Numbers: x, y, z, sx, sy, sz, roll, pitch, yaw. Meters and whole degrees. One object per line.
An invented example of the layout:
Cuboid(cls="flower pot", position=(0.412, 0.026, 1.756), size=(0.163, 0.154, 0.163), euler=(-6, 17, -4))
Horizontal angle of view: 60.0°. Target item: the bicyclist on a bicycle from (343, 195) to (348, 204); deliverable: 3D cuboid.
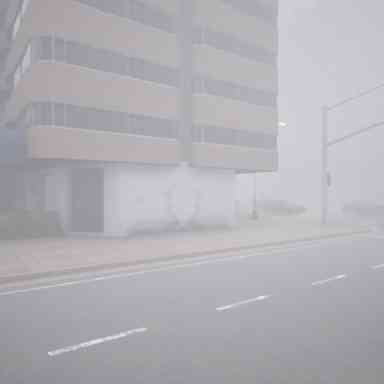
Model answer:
Cuboid(cls="bicyclist on a bicycle", position=(22.040, 1.301, 47.694), size=(1.656, 1.620, 0.582), euler=(0, 0, -36))

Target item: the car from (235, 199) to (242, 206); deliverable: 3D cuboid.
Cuboid(cls="car", position=(5.435, 1.547, 52.198), size=(2.033, 1.411, 5.357), euler=(0, 0, -36))

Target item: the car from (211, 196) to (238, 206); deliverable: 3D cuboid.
Cuboid(cls="car", position=(5.607, 1.491, 57.948), size=(2.128, 1.511, 4.902), euler=(0, 0, -35))

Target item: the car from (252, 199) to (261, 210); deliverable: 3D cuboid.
Cuboid(cls="car", position=(9.454, 1.491, 40.385), size=(2.128, 1.511, 4.902), euler=(0, 0, -36))

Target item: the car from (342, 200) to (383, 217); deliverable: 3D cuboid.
Cuboid(cls="car", position=(16.576, 1.478, 30.789), size=(1.882, 1.535, 5.008), euler=(0, 0, -38))

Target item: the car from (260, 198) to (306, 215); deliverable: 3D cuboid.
Cuboid(cls="car", position=(9.551, 1.564, 34.294), size=(1.994, 1.385, 4.181), euler=(0, 0, -36))
